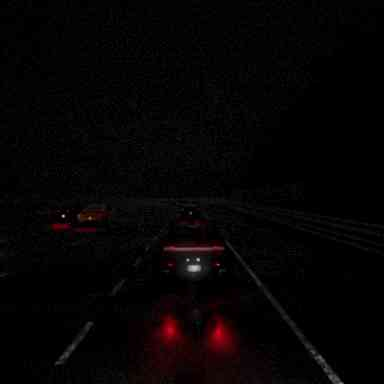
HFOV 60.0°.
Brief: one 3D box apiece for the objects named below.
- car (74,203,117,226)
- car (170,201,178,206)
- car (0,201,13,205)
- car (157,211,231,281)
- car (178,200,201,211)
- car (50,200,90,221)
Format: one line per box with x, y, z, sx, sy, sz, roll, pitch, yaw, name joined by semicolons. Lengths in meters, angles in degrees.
-7.098;1.669;25.574;1.882;1.535;5.008;0;0;0;car
-4.126;2.668;77.452;1.895;1.301;4.718;0;-1;0;car
-24.924;1.977;43.514;1.837;1.490;4.892;0;-1;0;car
0.029;1.560;10.095;2.128;1.511;4.902;0;0;0;car
-0.153;1.738;32.181;1.812;1.442;4.674;0;-1;0;car
-10.633;1.746;29.846;1.837;1.490;4.892;0;0;0;car
